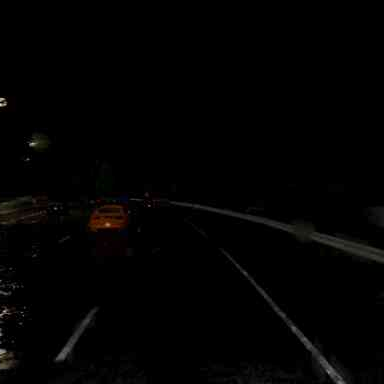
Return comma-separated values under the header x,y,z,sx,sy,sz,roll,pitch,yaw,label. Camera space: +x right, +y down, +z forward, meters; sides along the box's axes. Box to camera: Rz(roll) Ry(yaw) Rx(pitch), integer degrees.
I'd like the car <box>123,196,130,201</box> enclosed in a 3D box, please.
x,y,z,sx,sy,sz,roll,pitch,yaw,label
-13.266,1.610,64.481,1.882,1.535,5.008,0,0,-23,car

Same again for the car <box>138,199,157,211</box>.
x,y,z,sx,sy,sz,roll,pitch,yaw,label
-5.647,1.623,41.702,1.994,1.385,4.181,0,0,-15,car

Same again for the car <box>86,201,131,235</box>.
x,y,z,sx,sy,sz,roll,pitch,yaw,label
-4.683,1.524,19.493,1.882,1.535,5.008,0,0,-8,car

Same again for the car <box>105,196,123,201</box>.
x,y,z,sx,sy,sz,roll,pitch,yaw,label
-13.149,1.481,54.655,2.097,1.767,4.553,-1,0,-20,car

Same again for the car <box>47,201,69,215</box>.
x,y,z,sx,sy,sz,roll,pitch,yaw,label
-14.311,1.683,35.573,2.033,1.411,5.357,0,0,-16,car

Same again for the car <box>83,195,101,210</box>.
x,y,z,sx,sy,sz,roll,pitch,yaw,label
-13.395,1.352,44.607,2.150,2.045,5.566,0,0,-17,car
